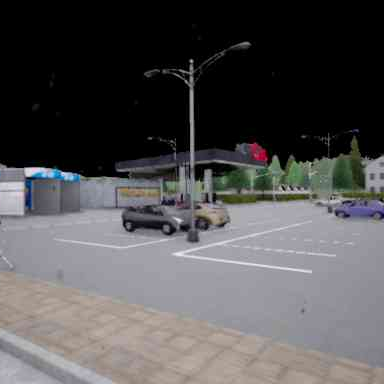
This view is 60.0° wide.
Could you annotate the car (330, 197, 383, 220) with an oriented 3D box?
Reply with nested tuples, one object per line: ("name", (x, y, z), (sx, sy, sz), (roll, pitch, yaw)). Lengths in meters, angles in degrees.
("car", (13.093, 1.367, 25.986), (3.633, 1.501, 1.845), (-1, 0, 36))

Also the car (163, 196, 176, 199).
("car", (-4.678, 1.967, 71.429), (2.242, 1.667, 4.611), (-1, 0, 36))

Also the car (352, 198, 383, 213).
("car", (19.007, 1.344, 34.041), (4.514, 1.523, 2.007), (-1, 0, 36))

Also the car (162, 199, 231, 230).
("car", (-0.083, 1.461, 20.924), (5.027, 1.636, 2.152), (-1, 0, 36))

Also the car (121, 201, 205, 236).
("car", (-1.886, 1.470, 18.357), (4.514, 1.523, 2.007), (-1, 0, 36))

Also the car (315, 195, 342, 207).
("car", (20.036, 1.490, 48.652), (3.806, 1.475, 1.970), (-1, 0, 36))

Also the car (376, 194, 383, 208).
("car", (26.911, 1.135, 43.694), (4.605, 1.855, 1.932), (-1, 0, 36))

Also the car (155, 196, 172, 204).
("car", (-6.704, 1.860, 78.269), (1.905, 1.878, 3.866), (-1, 0, 36))
